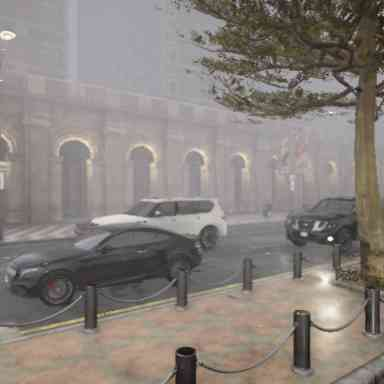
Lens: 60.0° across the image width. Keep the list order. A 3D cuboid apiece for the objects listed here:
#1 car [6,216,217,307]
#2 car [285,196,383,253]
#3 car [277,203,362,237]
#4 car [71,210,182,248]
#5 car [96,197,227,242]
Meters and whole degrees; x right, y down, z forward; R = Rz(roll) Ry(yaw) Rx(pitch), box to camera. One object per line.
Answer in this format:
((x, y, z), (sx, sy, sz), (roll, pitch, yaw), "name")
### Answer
((-1.855, 1.525, 8.109), (4.674, 1.442, 1.812), (0, 0, -35), "car")
((6.411, 1.217, 13.969), (5.566, 2.045, 2.150), (0, 0, -35), "car")
((7.331, 1.485, 18.923), (4.902, 1.511, 2.128), (0, 0, -35), "car")
((-2.957, 1.593, 15.577), (4.718, 1.301, 1.895), (0, 0, -36), "car")
((-1.168, 1.219, 12.862), (5.566, 2.045, 2.150), (0, 0, -35), "car")
